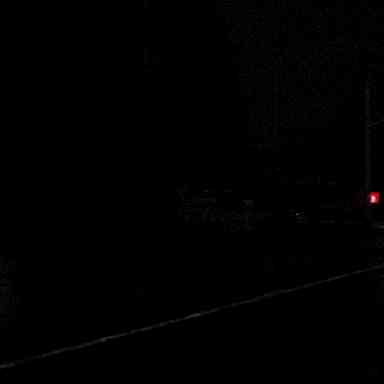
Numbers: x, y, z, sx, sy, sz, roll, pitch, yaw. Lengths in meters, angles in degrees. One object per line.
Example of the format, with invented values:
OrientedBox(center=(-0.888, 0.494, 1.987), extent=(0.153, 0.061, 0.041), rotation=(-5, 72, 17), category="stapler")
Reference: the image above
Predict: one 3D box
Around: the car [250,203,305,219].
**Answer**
OrientedBox(center=(7.460, 1.616, 29.243), extent=(1.895, 1.301, 4.718), rotation=(0, 0, -37), category="car")

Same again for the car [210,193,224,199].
OrientedBox(center=(7.090, 1.092, 94.404), extent=(1.905, 1.878, 3.866), rotation=(0, 0, -37), category="car")

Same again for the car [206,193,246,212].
OrientedBox(center=(4.231, 1.367, 39.618), extent=(2.097, 1.767, 4.553), rotation=(0, 0, -37), category="car")

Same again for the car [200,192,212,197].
OrientedBox(center=(5.002, 1.113, 92.341), extent=(1.932, 1.855, 4.605), rotation=(0, 0, -37), category="car")

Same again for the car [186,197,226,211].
OrientedBox(center=(1.402, 1.579, 37.263), extent=(1.994, 1.385, 4.181), rotation=(0, 0, -37), category="car")
